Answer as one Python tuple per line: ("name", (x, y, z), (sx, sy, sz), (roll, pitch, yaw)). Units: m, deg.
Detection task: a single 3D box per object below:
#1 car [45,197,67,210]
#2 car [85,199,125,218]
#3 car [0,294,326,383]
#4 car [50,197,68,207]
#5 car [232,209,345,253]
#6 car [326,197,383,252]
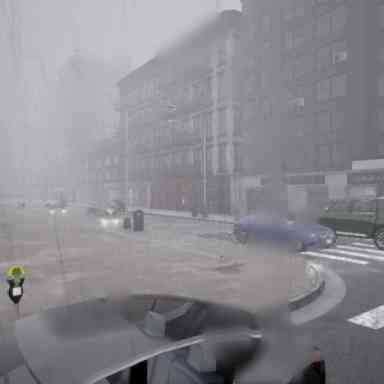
("car", (-19.140, 1.705, 46.208), (1.812, 1.442, 4.674), (0, 0, -36))
("car", (-8.536, 1.571, 31.181), (2.128, 1.511, 4.902), (0, 0, -35))
("car", (-0.876, 1.566, 2.188), (4.313, 1.339, 1.947), (0, 0, -36))
("car", (-22.197, 1.658, 55.394), (1.837, 1.490, 4.892), (0, -1, -35))
("car", (3.665, 1.547, 14.071), (1.812, 1.442, 4.674), (0, 0, -36))
("car", (7.170, 1.229, 14.244), (2.150, 2.045, 5.566), (0, 0, -36))
